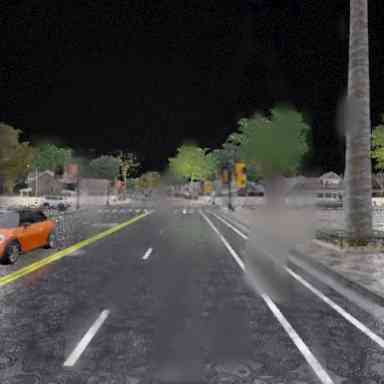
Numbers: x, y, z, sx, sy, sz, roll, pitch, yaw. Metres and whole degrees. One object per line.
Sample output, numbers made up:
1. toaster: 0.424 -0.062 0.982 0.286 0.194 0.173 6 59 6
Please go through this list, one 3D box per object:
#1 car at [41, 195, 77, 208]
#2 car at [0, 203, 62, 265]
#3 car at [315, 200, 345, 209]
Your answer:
1. car: -20.899 1.612 52.328 5.566 2.045 2.150 2 0 2
2. car: -6.648 1.434 11.873 2.097 1.767 4.553 0 0 0
3. car: 21.484 1.908 51.211 4.902 1.511 2.128 0 0 2
